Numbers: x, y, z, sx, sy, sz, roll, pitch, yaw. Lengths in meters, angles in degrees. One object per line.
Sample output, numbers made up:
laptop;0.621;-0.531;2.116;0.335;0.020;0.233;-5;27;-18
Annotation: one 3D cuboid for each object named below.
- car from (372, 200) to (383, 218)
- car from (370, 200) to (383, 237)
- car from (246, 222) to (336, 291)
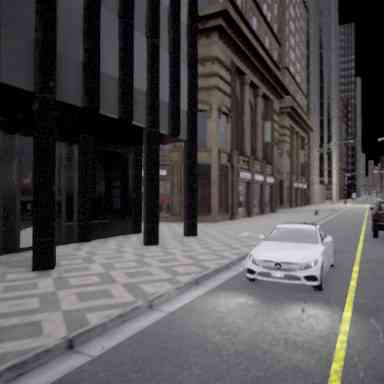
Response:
car;20.747;1.756;36.162;2.097;1.767;4.553;0;-1;28
car;11.534;1.444;19.020;2.150;2.045;5.566;0;0;29
car;3.057;1.640;9.686;1.812;1.442;4.674;0;-1;28
